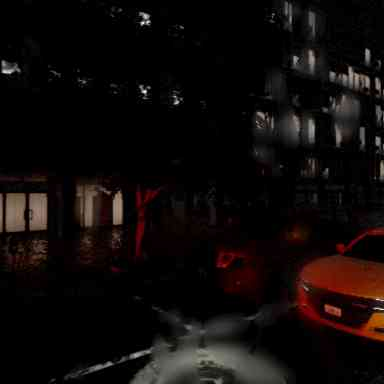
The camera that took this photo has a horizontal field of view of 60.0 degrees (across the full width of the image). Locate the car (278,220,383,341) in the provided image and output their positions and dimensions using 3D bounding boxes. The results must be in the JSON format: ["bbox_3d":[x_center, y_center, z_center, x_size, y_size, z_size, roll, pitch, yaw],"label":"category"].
[{"bbox_3d":[4.080,1.426,6.287,5.008,1.535,1.882,-1,0,-35],"label":"car"}]

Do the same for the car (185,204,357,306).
[{"bbox_3d":[2.263,1.267,8.156,5.009,1.841,2.192,-1,1,-35],"label":"car"}]
